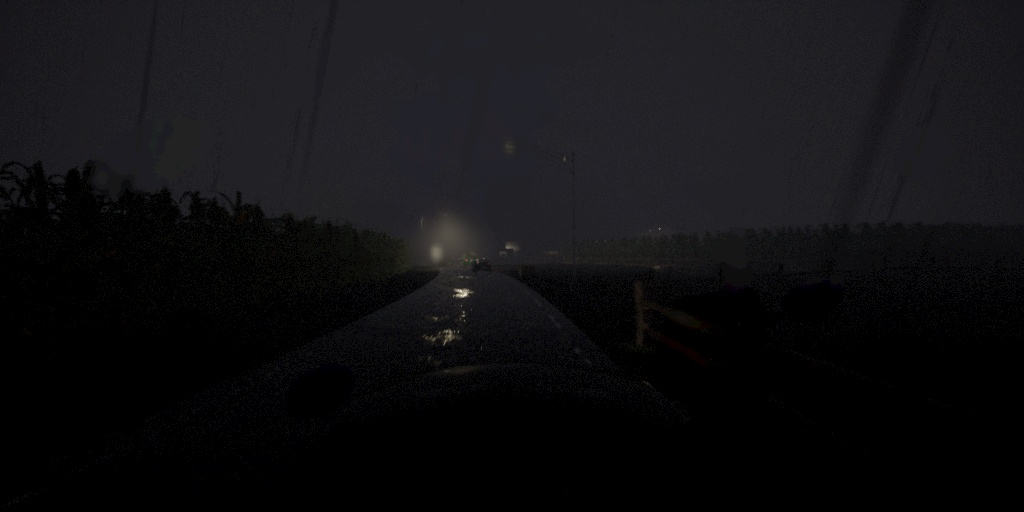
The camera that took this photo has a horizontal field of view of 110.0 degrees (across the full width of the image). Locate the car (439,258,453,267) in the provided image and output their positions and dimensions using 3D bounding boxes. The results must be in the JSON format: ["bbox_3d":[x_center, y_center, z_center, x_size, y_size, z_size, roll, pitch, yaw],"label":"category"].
[{"bbox_3d":[-11.687,1.044,63.203,1.882,1.535,5.008,-1,0,-20],"label":"car"}]

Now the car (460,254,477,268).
[{"bbox_3d":[-6.467,0.765,54.135,2.150,2.045,5.566,-1,0,-15],"label":"car"}]

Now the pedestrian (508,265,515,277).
[{"bbox_3d":[0.018,0.871,31.164,0.375,1.860,0.375,-1,0,-13],"label":"pedestrian"}]

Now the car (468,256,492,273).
[{"bbox_3d":[-3.409,1.060,40.073,2.128,1.511,4.902,-1,0,-11],"label":"car"}]

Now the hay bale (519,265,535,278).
[{"bbox_3d":[1.304,1.227,30.433,1.220,1.180,1.240,0,0,-8],"label":"hay bale"}]
